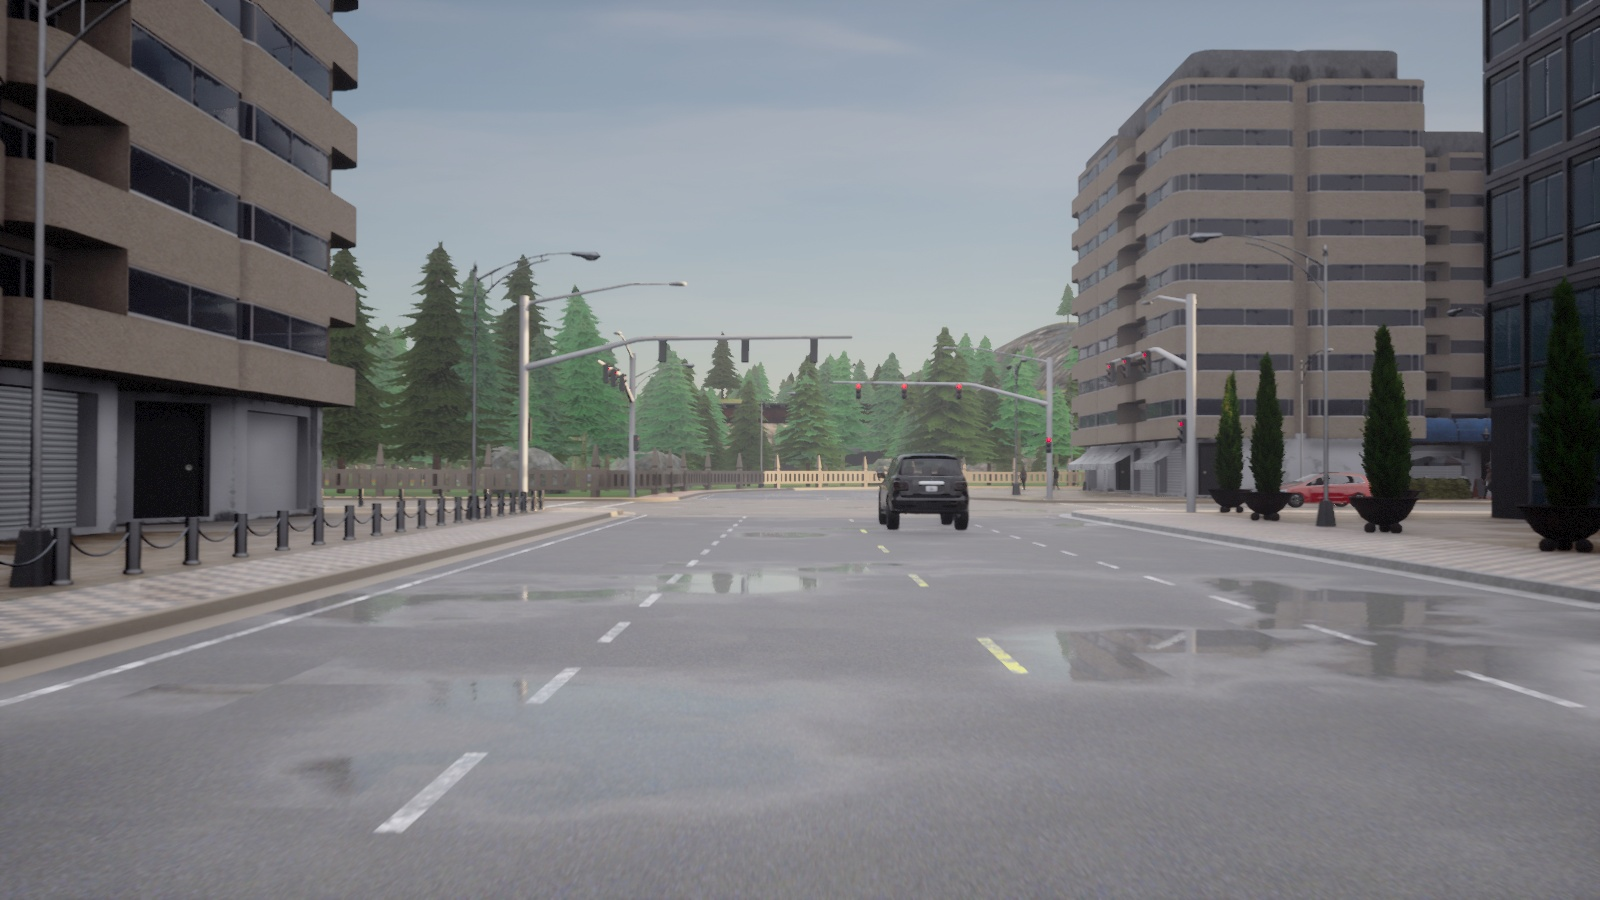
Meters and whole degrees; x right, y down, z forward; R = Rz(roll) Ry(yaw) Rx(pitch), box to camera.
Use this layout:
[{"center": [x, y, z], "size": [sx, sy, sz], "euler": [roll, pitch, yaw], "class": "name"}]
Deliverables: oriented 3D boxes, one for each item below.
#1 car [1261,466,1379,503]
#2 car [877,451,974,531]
[{"center": [24.483, 1.609, 59.260], "size": [4.611, 1.667, 2.242], "euler": [0, -1, 0], "class": "car"}, {"center": [3.413, 1.111, 35.278], "size": [2.150, 2.045, 5.566], "euler": [0, -1, 0], "class": "car"}]
